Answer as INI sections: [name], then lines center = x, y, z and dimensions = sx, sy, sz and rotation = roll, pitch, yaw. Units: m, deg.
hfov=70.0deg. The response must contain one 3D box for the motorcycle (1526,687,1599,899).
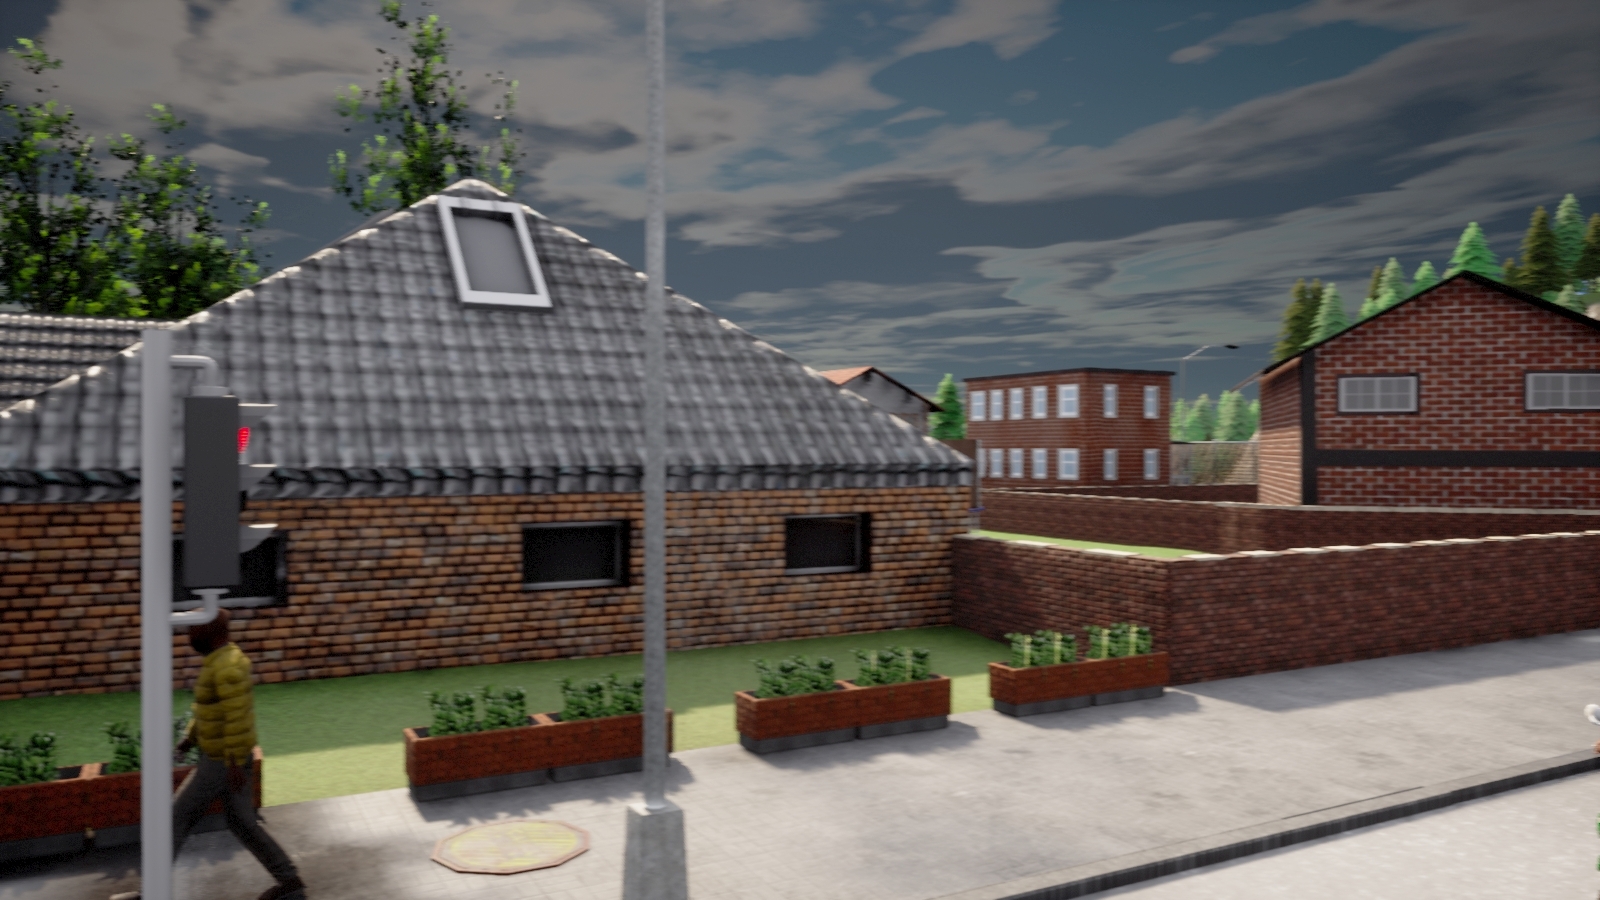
[motorcycle]
center = 5.278, 2.137, 6.789
dimensions = 1.805, 1.316, 0.856
rotation = 0, 0, -29

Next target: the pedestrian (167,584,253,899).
[pedestrian]
center = -3.400, 1.733, 6.601
dimensions = 0.375, 1.860, 0.375
rotation = 0, 0, -17
